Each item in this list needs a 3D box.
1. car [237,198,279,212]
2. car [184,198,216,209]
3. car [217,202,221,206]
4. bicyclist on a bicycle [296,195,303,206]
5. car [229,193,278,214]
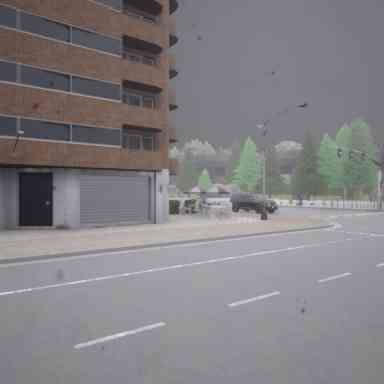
[{"bbox_3d":[7.638,1.449,39.147,1.837,1.490,4.892,0,0,-37],"label":"car"},{"bbox_3d":[0.662,1.508,42.538,1.994,1.385,4.181,0,0,-39],"label":"car"},{"bbox_3d":[1.977,1.545,46.542,1.895,1.301,4.718,0,0,-41],"label":"car"},{"bbox_3d":[15.345,1.245,47.341,1.656,1.620,0.582,0,0,-36],"label":"bicyclist on a bicycle"},{"bbox_3d":[6.328,1.166,35.031,2.150,2.045,5.566,0,0,-38],"label":"car"}]
